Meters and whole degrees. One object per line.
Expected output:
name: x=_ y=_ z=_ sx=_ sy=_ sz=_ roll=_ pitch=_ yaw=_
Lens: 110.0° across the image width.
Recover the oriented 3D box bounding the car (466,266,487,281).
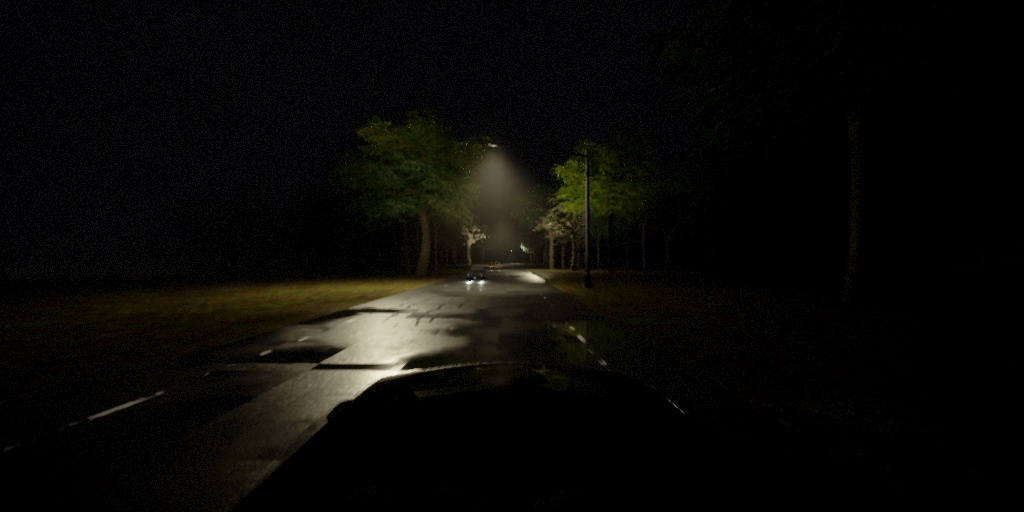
car: x=-3.590 y=1.774 z=37.336 sx=2.033 sy=1.411 sz=5.357 roll=0 pitch=-1 yaw=0
